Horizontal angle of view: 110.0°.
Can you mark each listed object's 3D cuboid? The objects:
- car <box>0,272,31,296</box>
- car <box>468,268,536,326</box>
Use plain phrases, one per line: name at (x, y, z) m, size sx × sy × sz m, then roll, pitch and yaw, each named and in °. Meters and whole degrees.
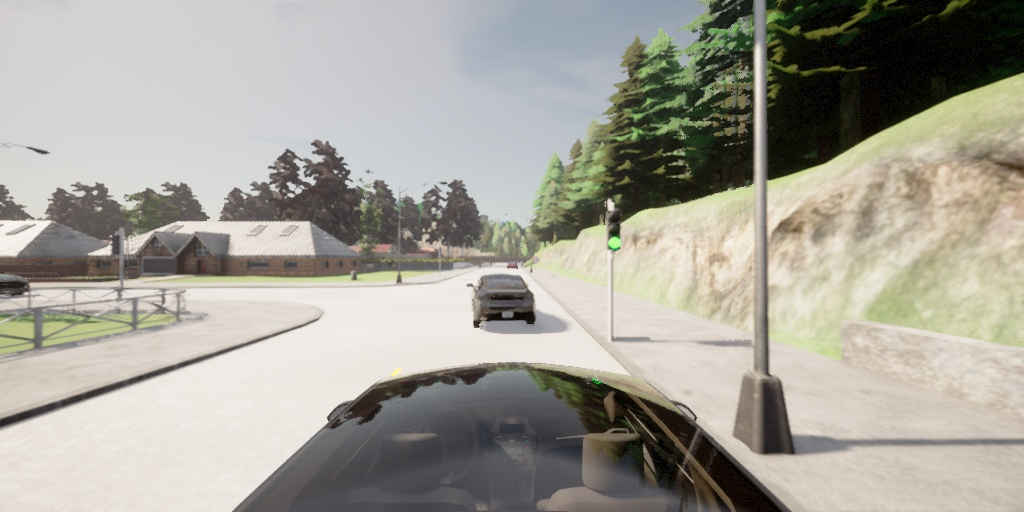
car at (-27.547, 1.215, 18.065) m, size 4.553 × 1.767 × 2.097 m, roll 0°, pitch 0°, yaw 0°
car at (-0.436, 1.329, 12.030) m, size 1.837 × 1.490 × 4.892 m, roll 0°, pitch 0°, yaw -8°
